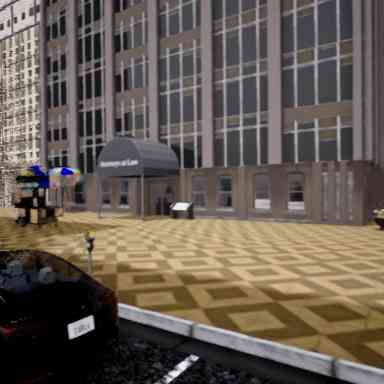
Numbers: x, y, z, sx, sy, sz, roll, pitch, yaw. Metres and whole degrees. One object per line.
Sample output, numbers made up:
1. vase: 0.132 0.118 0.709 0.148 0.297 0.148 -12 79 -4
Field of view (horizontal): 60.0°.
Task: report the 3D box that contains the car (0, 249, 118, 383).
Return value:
1. car: -2.966 1.524 4.802 4.313 1.339 1.947 0 1 33
